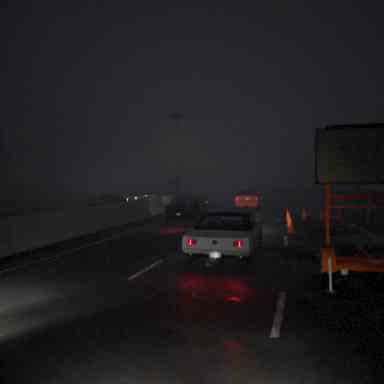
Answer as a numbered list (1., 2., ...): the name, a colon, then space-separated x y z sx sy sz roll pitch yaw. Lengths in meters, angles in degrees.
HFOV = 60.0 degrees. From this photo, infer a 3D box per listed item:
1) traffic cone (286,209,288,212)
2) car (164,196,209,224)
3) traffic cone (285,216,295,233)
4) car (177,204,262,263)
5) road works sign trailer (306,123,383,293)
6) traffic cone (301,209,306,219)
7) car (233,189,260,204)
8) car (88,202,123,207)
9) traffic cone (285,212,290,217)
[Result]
1. traffic cone: 5.457 1.404 18.864 0.340 0.580 0.340 0 2 15
2. car: -0.191 0.958 19.897 1.882 1.535 5.008 0 2 12
3. traffic cone: 4.455 1.515 14.993 0.340 0.580 0.340 0 2 15
4. car: 1.230 1.301 10.886 1.895 1.301 4.718 0 2 16
5. road works sign trailer: 4.126 0.213 7.807 2.380 3.560 2.880 0 2 15
6. traffic cone: 6.926 1.344 20.549 0.340 0.580 0.340 0 2 15
7. car: 4.740 0.539 29.191 2.097 1.767 4.553 0 1 7
8. car: -6.533 0.887 25.189 1.882 1.535 5.008 0 2 8
9. traffic cone: 4.956 1.459 16.929 0.340 0.580 0.340 0 2 15
